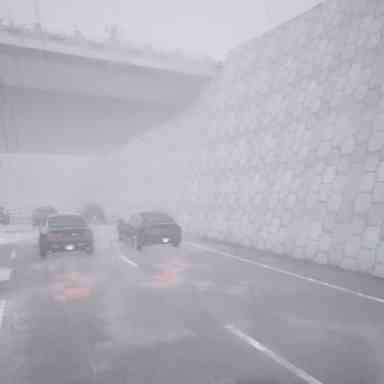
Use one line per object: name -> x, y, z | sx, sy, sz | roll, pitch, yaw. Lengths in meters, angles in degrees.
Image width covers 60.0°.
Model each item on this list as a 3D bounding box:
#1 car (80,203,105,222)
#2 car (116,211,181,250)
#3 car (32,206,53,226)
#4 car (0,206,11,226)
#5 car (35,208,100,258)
car -> -8.726, 1.740, 28.472 | 1.837, 1.490, 4.892 | 0, 0, -26
car -> -2.080, 1.605, 15.030 | 1.837, 1.490, 4.892 | 0, 0, -26
car -> -11.873, 1.819, 26.943 | 1.994, 1.385, 4.181 | 0, 0, -26
car -> -15.173, 1.804, 25.727 | 1.812, 1.442, 4.674 | 0, 0, -26
car -> -5.214, 1.627, 13.472 | 1.837, 1.490, 4.892 | 0, 0, -26
